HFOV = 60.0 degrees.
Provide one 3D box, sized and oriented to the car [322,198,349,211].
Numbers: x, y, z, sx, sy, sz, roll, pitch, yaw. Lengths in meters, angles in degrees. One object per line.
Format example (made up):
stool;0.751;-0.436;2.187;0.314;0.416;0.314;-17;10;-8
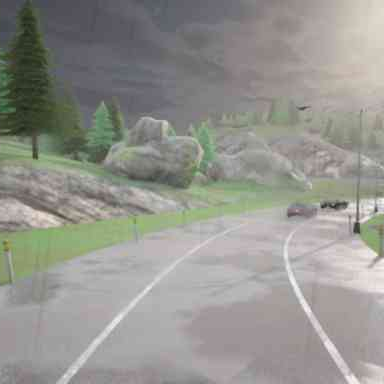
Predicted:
car;16.610;1.363;38.656;1.895;1.301;4.718;4;4;42

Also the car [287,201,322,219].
car;9.913;1.533;29.768;1.994;1.385;4.181;3;2;31
